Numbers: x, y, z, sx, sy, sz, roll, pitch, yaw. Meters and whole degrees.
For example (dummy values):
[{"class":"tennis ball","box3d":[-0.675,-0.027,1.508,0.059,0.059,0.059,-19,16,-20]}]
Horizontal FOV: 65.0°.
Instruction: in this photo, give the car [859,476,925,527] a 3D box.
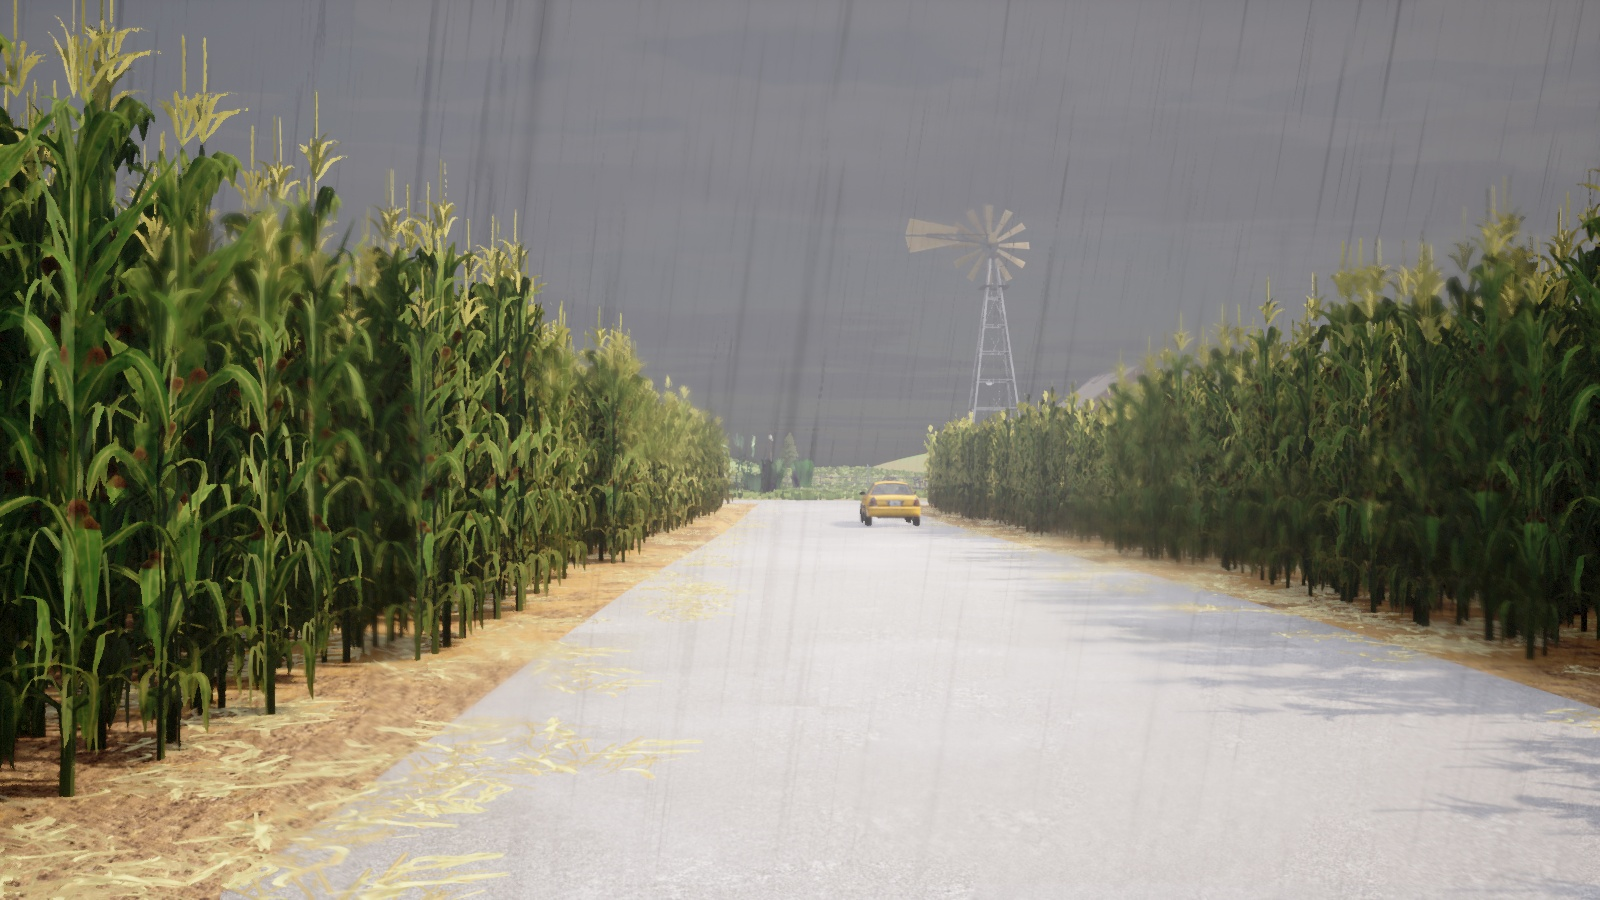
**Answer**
[{"class":"car","box3d":[3.007,1.660,42.100,1.801,1.575,5.366,0,-1,0]}]
